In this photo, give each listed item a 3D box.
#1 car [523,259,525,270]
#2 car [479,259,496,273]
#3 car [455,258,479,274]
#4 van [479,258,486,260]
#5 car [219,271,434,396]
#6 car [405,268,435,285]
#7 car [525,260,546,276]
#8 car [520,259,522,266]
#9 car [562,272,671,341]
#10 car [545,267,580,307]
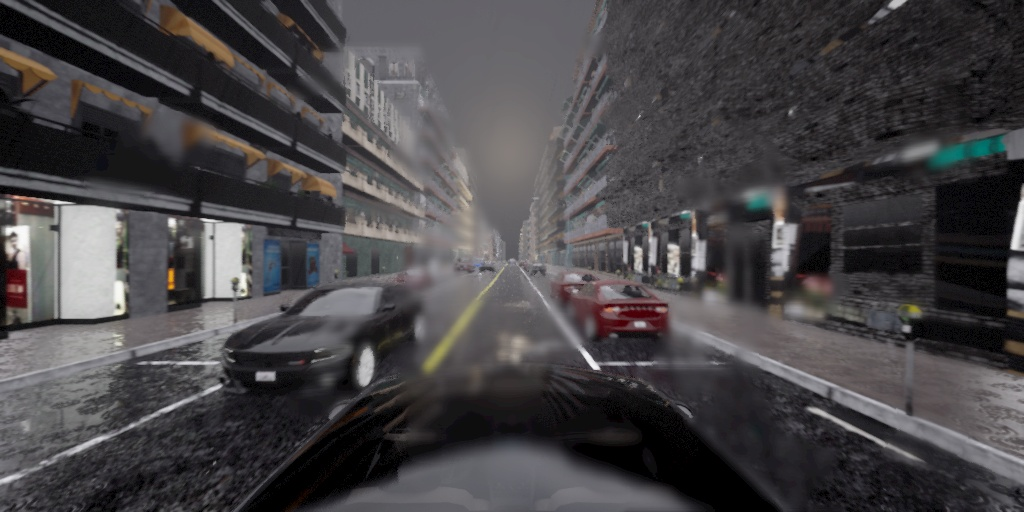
[{"bbox_3d":[2.698,1.386,43.749,2.007,1.370,4.403,0,0,0],"label":"car"},{"bbox_3d":[-3.076,1.441,45.451,1.895,1.301,4.718,0,0,0],"label":"car"},{"bbox_3d":[-5.683,1.152,43.772,2.192,1.841,5.009,0,0,0],"label":"car"},{"bbox_3d":[-5.680,1.220,60.758,1.690,1.789,3.998,0,0,0],"label":"van"},{"bbox_3d":[-3.089,1.237,7.003,1.882,1.535,5.008,0,0,0],"label":"car"},{"bbox_3d":[-5.686,1.371,21.121,1.802,1.307,4.207,0,0,0],"label":"car"},{"bbox_3d":[2.697,1.374,38.087,2.007,1.370,4.403,0,0,0],"label":"car"},{"bbox_3d":[2.700,1.301,55.072,1.967,1.591,4.097,0,0,0],"label":"car"},{"bbox_3d":[2.692,1.308,9.776,1.888,1.381,4.507,0,0,0],"label":"car"},{"bbox_3d":[2.694,1.320,15.437,1.888,1.381,4.507,0,0,0],"label":"car"}]
